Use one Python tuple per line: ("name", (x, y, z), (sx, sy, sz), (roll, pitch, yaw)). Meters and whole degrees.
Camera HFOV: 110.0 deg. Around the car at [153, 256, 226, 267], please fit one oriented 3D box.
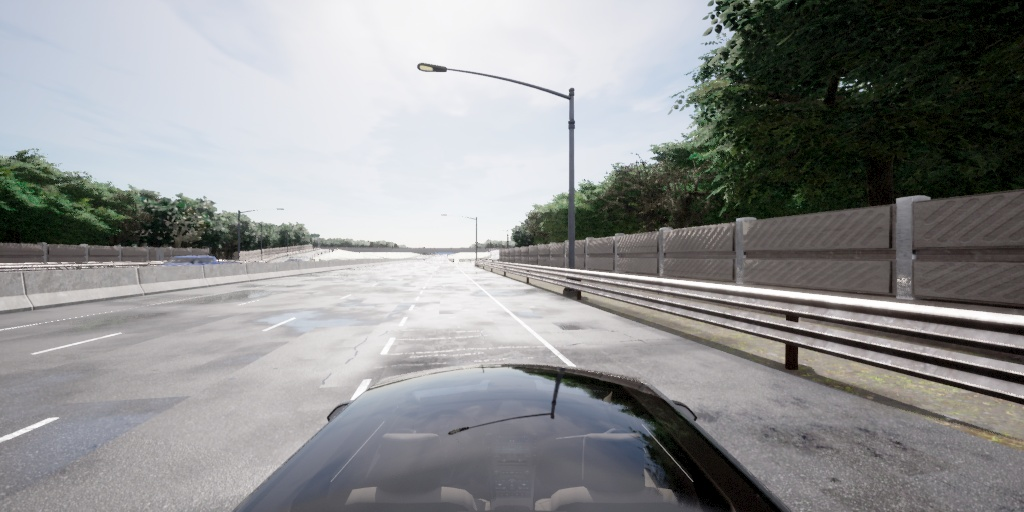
("car", (-26.500, 0.986, 29.323), (2.150, 2.045, 5.566), (0, 0, -11))
